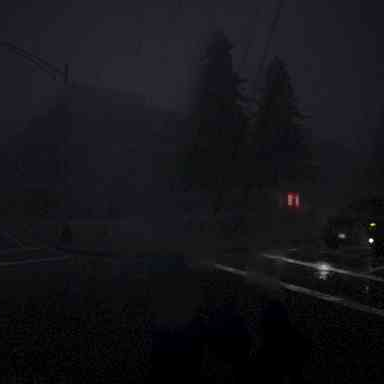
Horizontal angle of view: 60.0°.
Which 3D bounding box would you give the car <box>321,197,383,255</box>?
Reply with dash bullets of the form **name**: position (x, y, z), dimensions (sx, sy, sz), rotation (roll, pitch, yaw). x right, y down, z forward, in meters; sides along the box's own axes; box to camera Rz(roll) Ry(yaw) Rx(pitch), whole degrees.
- **car**: position (7.682, 1.248, 13.754), dimensions (5.566, 2.045, 2.150), rotation (0, 0, -37)
